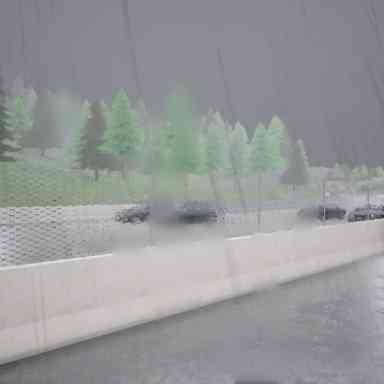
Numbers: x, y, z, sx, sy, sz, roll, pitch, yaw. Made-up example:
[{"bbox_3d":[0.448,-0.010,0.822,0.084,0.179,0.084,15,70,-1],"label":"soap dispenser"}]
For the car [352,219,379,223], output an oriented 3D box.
[{"bbox_3d":[12.613,1.564,23.435,4.181,1.385,1.994,0,0,-43],"label":"car"}]
